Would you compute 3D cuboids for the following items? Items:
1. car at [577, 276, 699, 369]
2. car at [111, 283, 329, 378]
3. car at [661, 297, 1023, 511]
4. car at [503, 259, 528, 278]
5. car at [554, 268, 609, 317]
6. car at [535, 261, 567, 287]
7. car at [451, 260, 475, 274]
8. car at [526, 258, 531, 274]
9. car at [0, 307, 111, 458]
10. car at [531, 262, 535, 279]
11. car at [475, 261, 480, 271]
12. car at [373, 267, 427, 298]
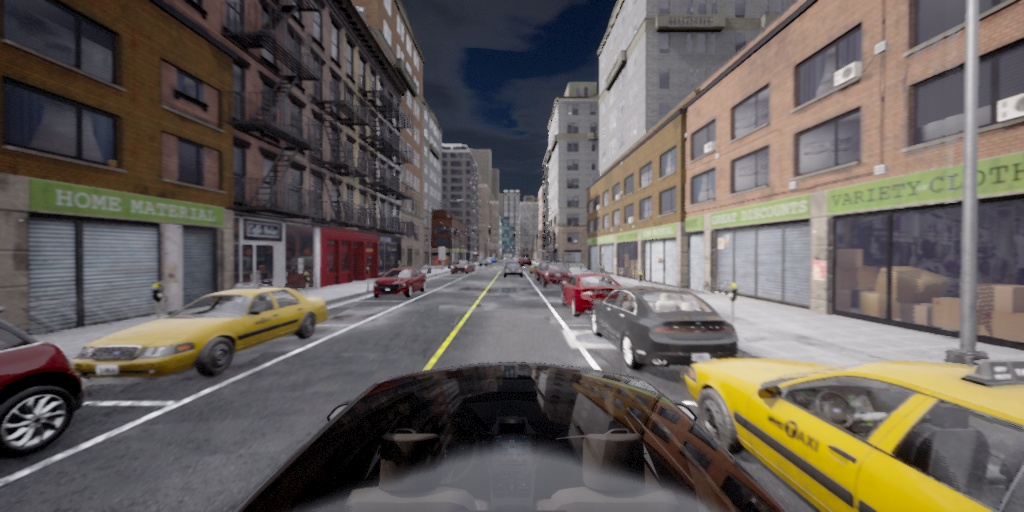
[{"bbox_3d":[2.856,1.297,7.607,2.007,1.370,4.403,0,0,0],"label":"car"},{"bbox_3d":[-5.669,1.272,7.436,1.751,1.417,4.829,0,0,0],"label":"car"},{"bbox_3d":[2.857,1.275,2.281,1.751,1.417,4.829,0,0,0],"label":"car"},{"bbox_3d":[0.101,1.298,34.186,2.033,1.411,5.357,0,0,-1],"label":"car"},{"bbox_3d":[2.855,1.290,13.104,1.888,1.381,4.507,0,0,0],"label":"car"},{"bbox_3d":[2.854,1.186,24.097,1.967,1.591,4.097,0,0,0],"label":"car"},{"bbox_3d":[-5.674,1.196,40.586,1.967,1.591,4.097,0,0,0],"label":"car"},{"bbox_3d":[2.851,1.282,40.758,1.751,1.417,4.829,0,0,0],"label":"car"},{"bbox_3d":[-5.669,1.190,2.110,1.967,1.591,4.097,0,0,0],"label":"car"},{"bbox_3d":[2.853,1.188,29.594,1.967,1.591,4.097,0,0,0],"label":"car"},{"bbox_3d":[-5.675,1.329,46.083,1.948,1.339,4.313,0,0,0],"label":"car"},{"bbox_3d":[-5.671,1.291,18.600,1.888,1.381,4.507,0,0,0],"label":"car"}]
